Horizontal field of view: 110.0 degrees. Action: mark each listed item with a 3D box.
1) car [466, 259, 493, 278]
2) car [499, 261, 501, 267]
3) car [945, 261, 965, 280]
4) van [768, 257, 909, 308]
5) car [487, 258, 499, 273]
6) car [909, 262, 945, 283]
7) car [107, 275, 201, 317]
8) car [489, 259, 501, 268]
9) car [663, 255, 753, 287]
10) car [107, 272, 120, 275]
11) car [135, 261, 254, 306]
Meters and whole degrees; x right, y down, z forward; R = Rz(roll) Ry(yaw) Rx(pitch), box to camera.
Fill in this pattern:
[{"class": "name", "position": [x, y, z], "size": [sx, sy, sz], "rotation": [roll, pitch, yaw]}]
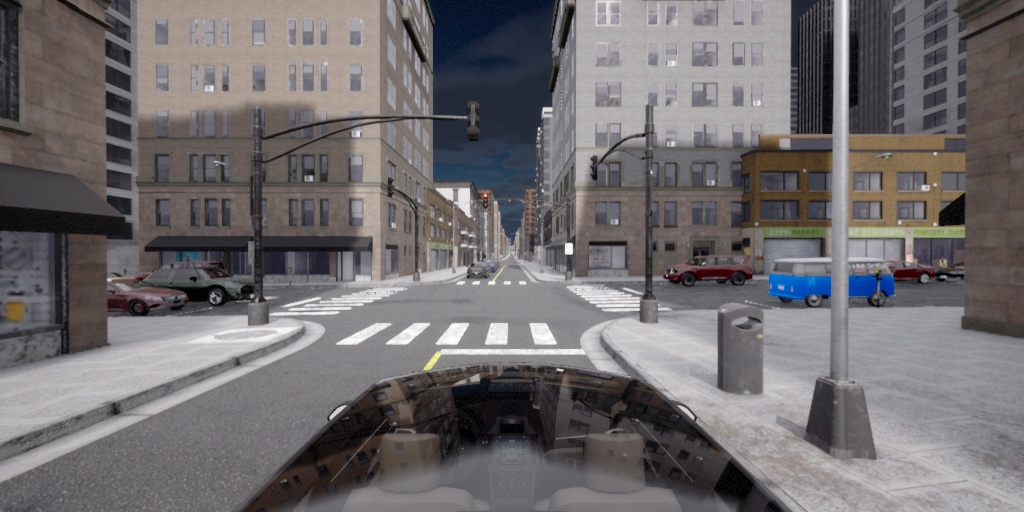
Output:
[{"class": "car", "position": [-3.075, 1.243, 33.300], "size": [1.837, 1.490, 4.892], "rotation": [0, 0, 0]}, {"class": "car", "position": [-3.056, 1.256, 53.607], "size": [1.837, 1.490, 4.892], "rotation": [0, 0, 0]}, {"class": "car", "position": [28.935, 0.905, 22.234], "size": [4.313, 1.339, 1.948], "rotation": [0, 0, 0]}, {"class": "van", "position": [12.125, 0.951, 13.676], "size": [3.998, 1.789, 1.690], "rotation": [0, 0, 0]}, {"class": "car", "position": [-3.064, 1.095, 43.459], "size": [2.097, 1.767, 4.553], "rotation": [0, 0, 0]}, {"class": "car", "position": [23.325, 0.954, 22.223], "size": [4.507, 1.381, 1.888], "rotation": [0, 0, 0]}, {"class": "car", "position": [-14.811, 1.521, 13.625], "size": [4.207, 1.307, 1.802], "rotation": [0, 0, 0]}, {"class": "car", "position": [-3.007, 1.268, 63.934], "size": [1.837, 1.490, 4.892], "rotation": [0, 0, 0]}, {"class": "car", "position": [12.108, 0.861, 22.202], "size": [5.009, 1.841, 2.192], "rotation": [0, 0, 0]}, {"class": "car", "position": [-26.008, 1.541, 22.129], "size": [4.829, 1.417, 1.751], "rotation": [0, 0, 0]}, {"class": "car", "position": [-14.001, 1.262, 16.267], "size": [4.553, 1.767, 2.097], "rotation": [-1, 0, 0]}]
